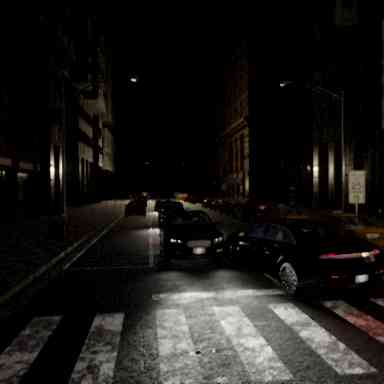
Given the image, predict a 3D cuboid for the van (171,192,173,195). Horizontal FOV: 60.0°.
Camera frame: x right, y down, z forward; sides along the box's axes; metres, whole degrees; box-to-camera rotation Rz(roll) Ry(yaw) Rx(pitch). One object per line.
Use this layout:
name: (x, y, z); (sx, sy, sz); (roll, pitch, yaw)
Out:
van: (-3.992, 0.861, 90.945); (1.690, 1.788, 3.998); (-1, 0, -7)

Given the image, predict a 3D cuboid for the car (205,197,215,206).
car: (2.920, 1.297, 35.529); (1.752, 1.417, 4.829); (-1, 0, -7)

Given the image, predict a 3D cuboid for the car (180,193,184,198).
car: (-0.525, 1.084, 63.152); (1.967, 1.590, 4.097); (-1, 0, -7)

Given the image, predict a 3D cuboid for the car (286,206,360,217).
car: (5.692, 1.404, 13.294); (1.752, 1.417, 4.829); (-1, 0, -7)

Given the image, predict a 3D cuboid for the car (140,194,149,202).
car: (-9.654, 1.207, 67.473); (1.752, 1.417, 4.829); (-1, 0, -7)

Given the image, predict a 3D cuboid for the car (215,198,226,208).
car: (3.634, 1.344, 29.801); (1.887, 1.381, 4.507); (-1, 0, -7)

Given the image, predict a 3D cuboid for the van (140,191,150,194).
van: (-8.984, 1.048, 62.082); (1.690, 1.788, 3.998); (-1, 0, -7)

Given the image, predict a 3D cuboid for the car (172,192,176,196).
car: (-3.318, 1.069, 85.556); (1.752, 1.417, 4.829); (-1, 0, -7)

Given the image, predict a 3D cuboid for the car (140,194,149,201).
car: (-10.368, 1.238, 73.201); (1.802, 1.307, 4.206); (-1, 0, -7)

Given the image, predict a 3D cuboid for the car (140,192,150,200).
car: (-11.064, 0.946, 78.759); (2.192, 1.841, 5.009); (-1, 0, -7)

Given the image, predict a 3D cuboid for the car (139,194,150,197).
car: (-6.902, 1.365, 45.406); (1.802, 1.307, 4.206); (-1, 0, -7)

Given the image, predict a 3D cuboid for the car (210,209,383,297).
car: (2.429, 1.423, 8.517); (2.128, 1.511, 4.902); (-1, 0, -18)

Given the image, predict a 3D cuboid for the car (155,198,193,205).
car: (-1.331, 1.381, 22.264); (1.837, 1.490, 4.892); (0, 0, -7)

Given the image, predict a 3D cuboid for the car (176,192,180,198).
car: (-1.912, 1.034, 74.269); (1.967, 1.590, 4.097); (-1, 0, -7)

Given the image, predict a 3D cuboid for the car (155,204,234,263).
car: (-0.153, 1.409, 11.909); (2.128, 1.511, 4.902); (-1, 0, -8)

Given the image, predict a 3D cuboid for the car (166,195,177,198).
car: (-3.042, 1.372, 36.128); (1.994, 1.385, 4.181); (0, 0, -7)

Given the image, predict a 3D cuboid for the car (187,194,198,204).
car: (0.862, 1.260, 52.036); (1.947, 1.339, 4.313); (-1, 0, -7)

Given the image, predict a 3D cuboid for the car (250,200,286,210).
car: (4.999, 1.377, 18.852); (1.752, 1.417, 4.829); (-1, 0, -7)

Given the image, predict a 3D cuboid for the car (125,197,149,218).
car: (-4.823, 1.407, 28.729); (1.887, 1.381, 4.507); (-1, 0, -7)

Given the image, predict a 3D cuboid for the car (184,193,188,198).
car: (0.169, 1.251, 57.595); (1.802, 1.307, 4.206); (-1, 0, -7)

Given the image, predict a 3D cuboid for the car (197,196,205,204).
car: (2.248, 1.297, 40.918); (2.008, 1.369, 4.403); (-1, 0, -7)

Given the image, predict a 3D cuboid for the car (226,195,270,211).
car: (4.325, 1.141, 24.241); (2.192, 1.841, 5.009); (-1, 0, -7)
